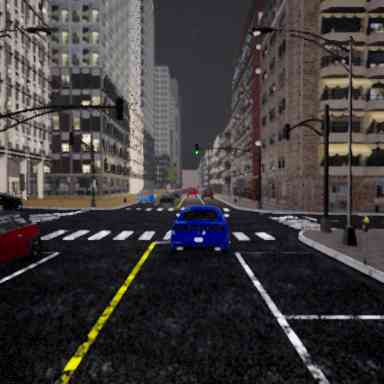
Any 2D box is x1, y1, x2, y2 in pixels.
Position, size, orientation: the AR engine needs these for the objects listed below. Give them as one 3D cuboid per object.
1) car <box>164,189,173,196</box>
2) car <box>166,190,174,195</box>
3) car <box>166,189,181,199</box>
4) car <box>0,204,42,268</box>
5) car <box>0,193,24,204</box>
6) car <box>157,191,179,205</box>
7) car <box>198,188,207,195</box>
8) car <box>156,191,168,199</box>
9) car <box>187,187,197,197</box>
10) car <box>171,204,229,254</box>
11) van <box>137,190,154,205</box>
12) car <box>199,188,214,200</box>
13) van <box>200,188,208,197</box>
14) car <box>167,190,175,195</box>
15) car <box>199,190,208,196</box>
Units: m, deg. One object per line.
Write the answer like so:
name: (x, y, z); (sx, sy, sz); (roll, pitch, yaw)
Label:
car: (-5.687, 0.097, 80.092); (1.967, 1.590, 4.097); (0, 1, 0)
car: (-5.686, 0.095, 85.473); (1.752, 1.417, 4.829); (0, 1, 0)
car: (-3.039, 0.563, 59.282); (1.994, 1.385, 4.181); (0, 1, 1)
car: (-5.691, 1.287, 8.771); (1.967, 1.590, 4.097); (0, 1, 0)
car: (-15.469, 0.798, 25.290); (4.892, 1.490, 1.837); (1, 1, 1)
car: (-3.087, 0.884, 42.094); (1.895, 1.301, 4.718); (0, 1, 0)
car: (2.694, -0.118, 85.640); (2.192, 1.841, 5.009); (0, 1, 0)
car: (-5.687, 0.458, 63.273); (1.752, 1.417, 4.829); (0, 1, 0)
car: (0.008, 0.034, 70.342); (2.150, 2.045, 5.566); (0, 1, 0)
car: (0.380, 1.262, 12.538); (1.882, 1.535, 5.008); (0, 1, 4)
van: (-5.689, 0.639, 41.239); (1.690, 1.788, 3.998); (0, 1, 0)
car: (2.692, 0.337, 57.890); (2.192, 1.841, 5.009); (0, 1, 0)
van: (2.693, 0.089, 74.541); (1.690, 1.788, 3.998); (0, 1, 0)
car: (-5.686, 0.028, 91.194); (2.008, 1.369, 4.403); (0, 1, 0)
car: (2.694, 0.208, 80.094); (2.008, 1.369, 4.403); (0, 1, 0)
